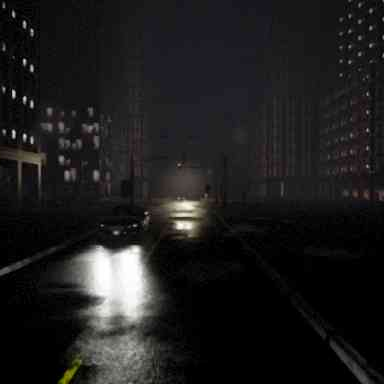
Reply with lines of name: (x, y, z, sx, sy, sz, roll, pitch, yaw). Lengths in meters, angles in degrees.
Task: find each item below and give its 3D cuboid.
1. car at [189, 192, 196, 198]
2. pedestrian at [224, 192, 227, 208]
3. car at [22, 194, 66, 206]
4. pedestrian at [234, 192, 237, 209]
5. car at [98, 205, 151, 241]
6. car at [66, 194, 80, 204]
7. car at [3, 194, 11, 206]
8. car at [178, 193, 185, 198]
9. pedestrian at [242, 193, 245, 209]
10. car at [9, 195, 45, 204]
car: (0.049, 0.837, 89.116, 1.895, 1.301, 4.718, 0, 0, 0)
pedestrian: (3.656, 0.874, 37.134, 0.375, 1.860, 0.375, 0, 0, 0)
car: (-18.872, 1.120, 41.585, 4.829, 1.417, 1.752, 0, 0, -1)
pedestrian: (4.655, 0.914, 35.933, 0.375, 1.860, 0.375, 0, 0, 0)
car: (-3.089, 1.378, 15.992, 2.128, 1.511, 4.902, 0, 0, 0)
car: (-19.177, 1.004, 50.221, 4.097, 1.590, 1.967, 0, 0, -1)
car: (-24.719, 0.876, 41.523, 5.009, 1.841, 2.192, 0, 0, -1)
car: (-2.948, 0.875, 93.062, 1.994, 1.385, 4.181, 0, 0, 0)
pedestrian: (5.656, 0.968, 36.533, 0.375, 1.860, 0.375, 0, 0, 0)
car: (-24.855, 1.082, 50.101, 4.403, 1.369, 2.008, 0, 0, -1)
